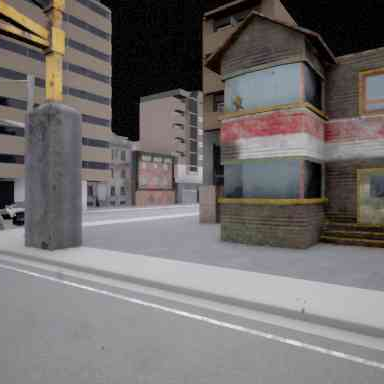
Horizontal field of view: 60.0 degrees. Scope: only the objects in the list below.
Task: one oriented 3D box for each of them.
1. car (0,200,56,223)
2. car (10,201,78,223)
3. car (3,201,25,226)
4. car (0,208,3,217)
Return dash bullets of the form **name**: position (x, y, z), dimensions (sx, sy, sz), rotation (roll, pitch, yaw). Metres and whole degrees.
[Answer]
- **car**: position (-13.287, 1.453, 25.671), dimensions (4.974, 1.542, 2.038), rotation (0, 0, -30)
- **car**: position (-10.071, 1.295, 23.047), dimensions (1.853, 1.218, 4.536), rotation (0, 0, 15)
- **car**: position (-10.085, 1.453, 22.997), dimensions (2.038, 1.542, 4.974), rotation (0, 0, 15)
- **car**: position (-13.242, 1.295, 25.697), dimensions (4.536, 1.218, 1.853), rotation (0, 0, -30)
